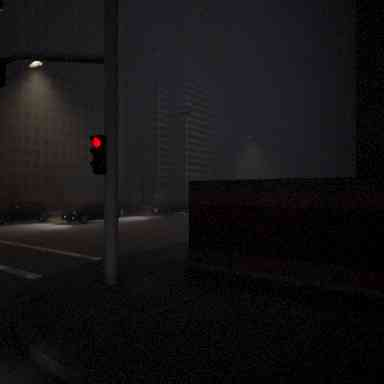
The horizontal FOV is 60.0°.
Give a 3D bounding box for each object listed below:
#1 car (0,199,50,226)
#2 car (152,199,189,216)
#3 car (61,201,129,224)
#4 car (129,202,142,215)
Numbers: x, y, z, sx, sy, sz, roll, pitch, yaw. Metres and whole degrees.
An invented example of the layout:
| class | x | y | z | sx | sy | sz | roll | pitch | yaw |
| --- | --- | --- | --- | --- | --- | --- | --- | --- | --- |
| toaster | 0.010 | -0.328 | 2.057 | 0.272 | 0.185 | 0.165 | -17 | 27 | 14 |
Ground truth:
| class | x | y | z | sx | sy | sz | roll | pitch | yaw |
| --- | --- | --- | --- | --- | --- | --- | --- | --- | --- |
| car | -12.699 | 1.351 | 23.818 | 2.097 | 1.767 | 4.553 | 0 | 0 | 36 |
| car | -1.895 | 1.491 | 32.800 | 2.128 | 1.511 | 4.902 | 0 | 0 | 36 |
| car | -7.437 | 1.504 | 25.146 | 1.837 | 1.490 | 4.892 | 0 | 0 | 36 |
| car | -7.142 | 1.546 | 31.526 | 2.033 | 1.411 | 5.357 | 0 | 0 | 36 |
